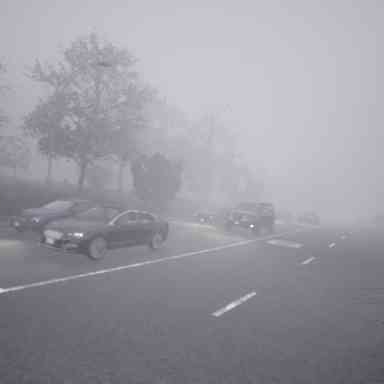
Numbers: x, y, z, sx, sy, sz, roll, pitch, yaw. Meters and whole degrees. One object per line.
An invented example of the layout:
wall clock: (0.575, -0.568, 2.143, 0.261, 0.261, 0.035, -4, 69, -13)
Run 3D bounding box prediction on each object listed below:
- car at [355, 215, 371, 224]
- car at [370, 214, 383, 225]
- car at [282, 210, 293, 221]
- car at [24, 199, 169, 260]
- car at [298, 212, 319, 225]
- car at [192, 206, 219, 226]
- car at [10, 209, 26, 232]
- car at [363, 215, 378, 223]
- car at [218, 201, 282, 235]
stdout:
car: (33.881, 5.463, 66.443, 2.128, 1.511, 4.902, 6, -1, 36)
car: (36.629, 5.442, 64.242, 2.150, 2.045, 5.566, 6, -1, 36)
car: (11.838, 3.012, 43.683, 1.895, 1.301, 4.718, 6, 0, 30)
car: (-2.673, 1.232, 11.346, 2.128, 1.511, 4.902, 6, 0, 31)
car: (14.769, 3.245, 41.774, 2.033, 1.411, 5.357, 6, -1, 30)
car: (2.081, 1.817, 26.515, 2.033, 1.411, 5.357, 6, 0, 30)
car: (-5.135, 1.014, 14.033, 1.812, 1.442, 4.674, 6, 0, 31)
car: (40.034, 6.070, 74.607, 1.882, 1.535, 5.008, 6, -1, 40)
car: (4.179, 1.697, 23.083, 2.150, 2.045, 5.566, 6, 0, 30)
